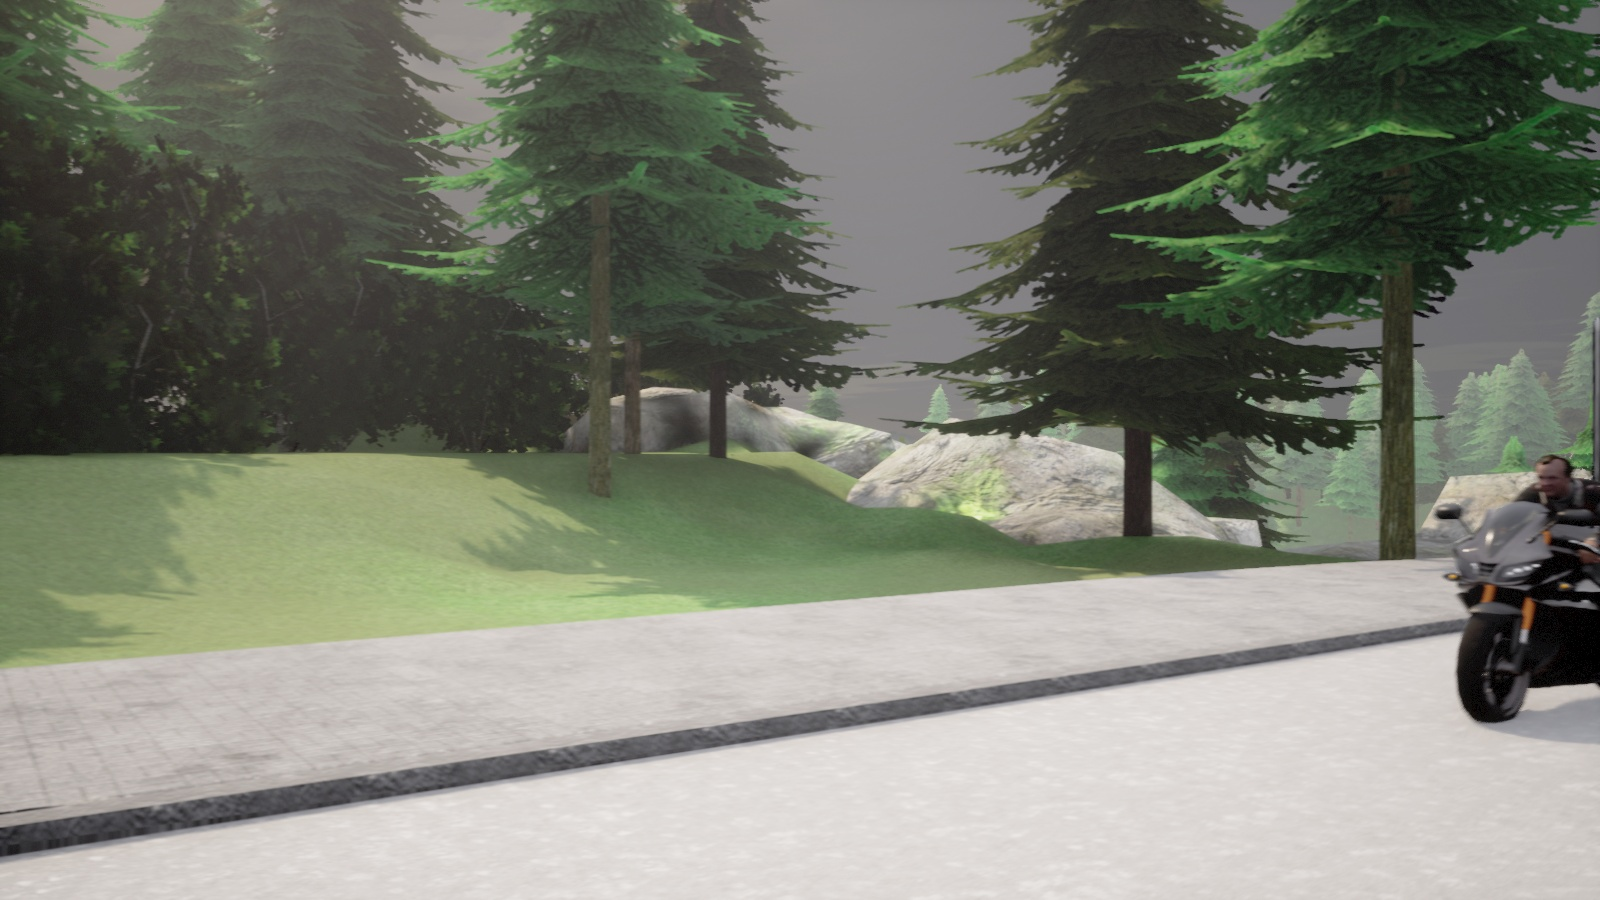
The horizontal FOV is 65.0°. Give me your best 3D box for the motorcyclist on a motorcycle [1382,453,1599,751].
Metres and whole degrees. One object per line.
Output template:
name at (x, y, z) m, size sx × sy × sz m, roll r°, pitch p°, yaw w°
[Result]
motorcyclist on a motorcycle at (4.480, 0.789, 7.455) m, size 2.191 × 1.530 × 0.866 m, roll 0°, pitch 0°, yaw -35°
